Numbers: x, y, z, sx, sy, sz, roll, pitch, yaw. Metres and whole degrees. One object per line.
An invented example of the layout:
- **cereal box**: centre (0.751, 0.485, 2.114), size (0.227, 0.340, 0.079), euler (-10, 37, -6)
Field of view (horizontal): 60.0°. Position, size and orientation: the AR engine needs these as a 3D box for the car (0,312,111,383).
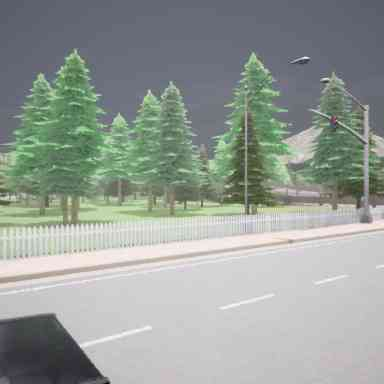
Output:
- **car**: centre (-2.994, 1.601, 1.864), size (4.718, 1.301, 1.895), euler (0, 0, -35)
